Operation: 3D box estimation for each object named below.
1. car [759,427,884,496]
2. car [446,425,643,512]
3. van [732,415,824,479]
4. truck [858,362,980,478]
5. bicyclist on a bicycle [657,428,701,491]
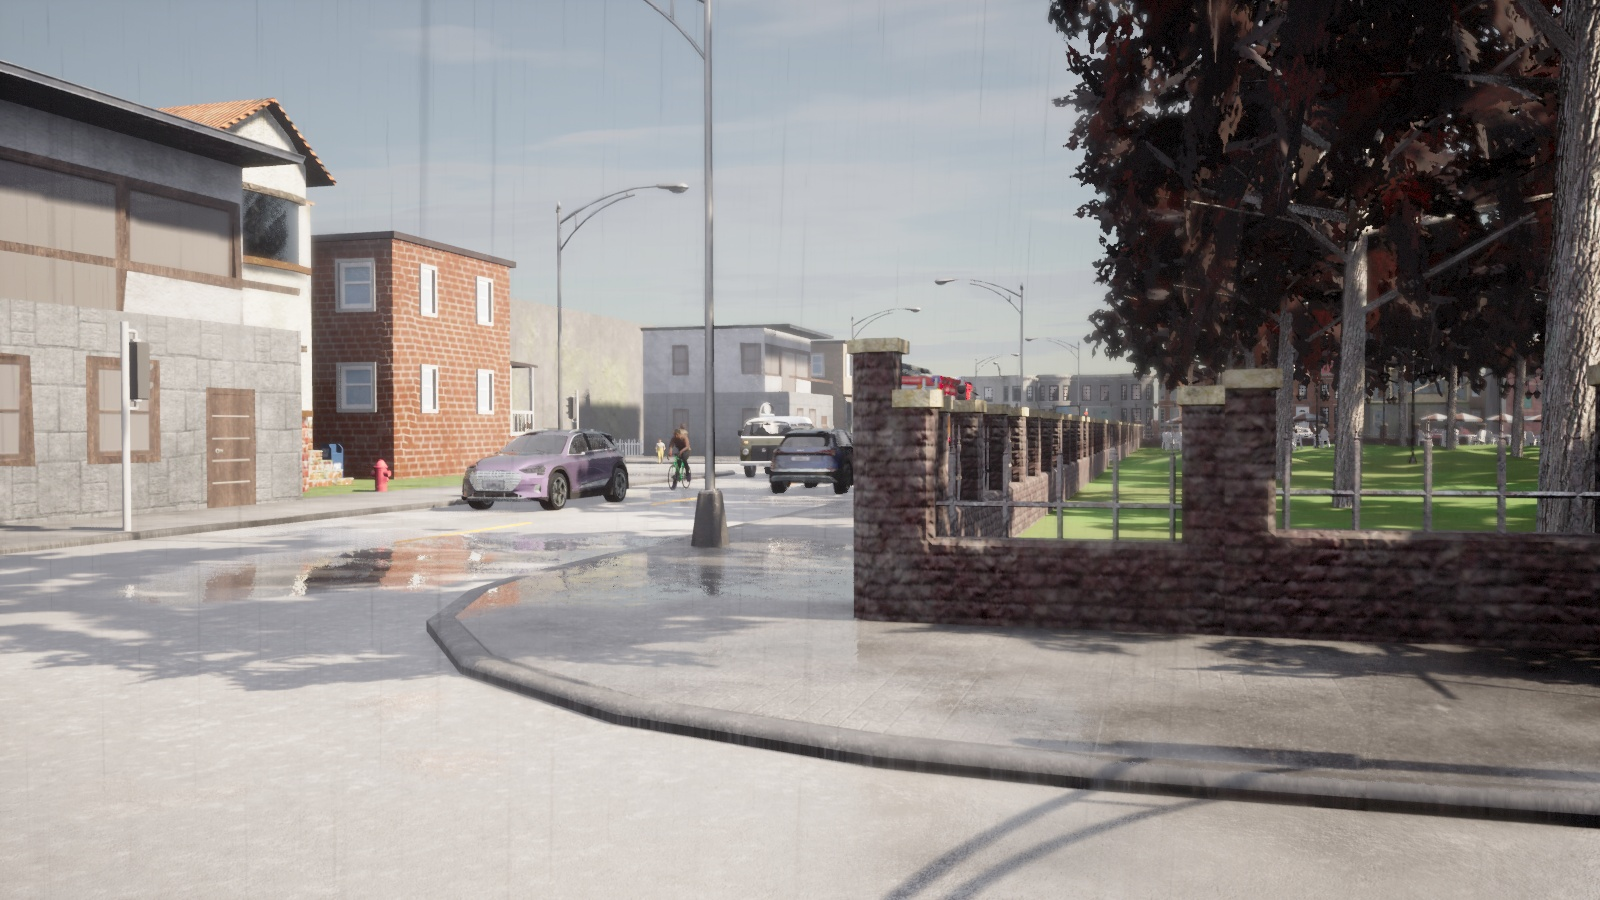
[{"bbox_3d":[0.665,0.239,32.493,2.033,1.649,4.856,0,1,16],"label":"car"},{"bbox_3d":[-5.234,0.313,26.510,2.033,1.649,4.856,0,1,16],"label":"car"},{"bbox_3d":[-0.667,-0.130,42.319,2.069,2.038,4.480,0,1,13],"label":"van"},{"bbox_3d":[4.516,-1.054,45.743,2.891,3.827,8.468,0,1,16],"label":"truck"},{"bbox_3d":[-3.213,0.231,33.505,0.582,1.620,1.656,0,1,16],"label":"bicyclist on a bicycle"}]
